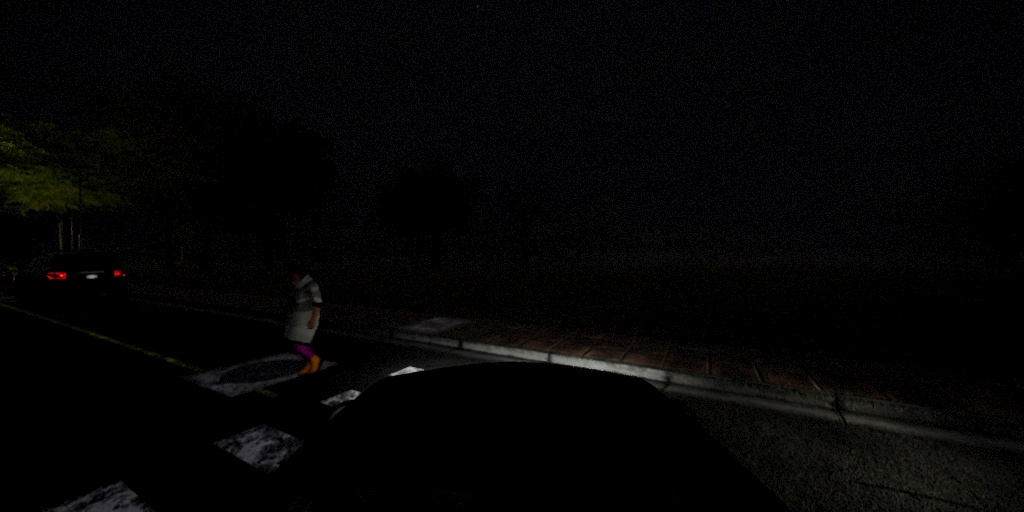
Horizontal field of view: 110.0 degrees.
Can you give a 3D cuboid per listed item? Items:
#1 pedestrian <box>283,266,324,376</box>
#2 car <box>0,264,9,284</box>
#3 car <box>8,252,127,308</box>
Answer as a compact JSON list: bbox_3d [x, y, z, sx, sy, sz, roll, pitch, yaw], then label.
[{"bbox_3d":[-3.416,1.001,5.898,0.375,1.860,0.375,0,0,28],"label":"pedestrian"},{"bbox_3d":[-35.412,1.175,24.068,4.674,1.442,1.812,0,1,28],"label":"car"},{"bbox_3d":[-18.042,0.861,14.665,5.566,2.045,2.150,0,1,28],"label":"car"}]
